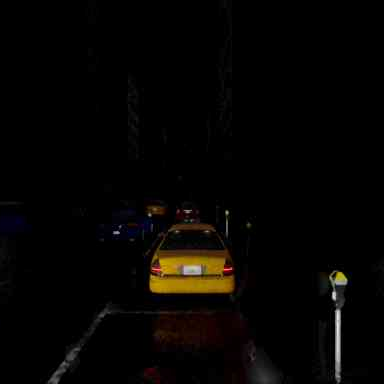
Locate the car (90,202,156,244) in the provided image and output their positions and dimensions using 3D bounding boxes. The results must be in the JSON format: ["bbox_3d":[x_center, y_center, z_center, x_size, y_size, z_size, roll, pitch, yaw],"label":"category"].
[{"bbox_3d":[-3.047,1.479,15.882,1.882,1.535,5.008,0,0,0],"label":"car"}]

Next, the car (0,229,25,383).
[{"bbox_3d":[-3.045,1.352,1.637,2.097,1.767,4.553,0,0,0],"label":"car"}]

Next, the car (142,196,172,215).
[{"bbox_3d":[-3.145,1.460,30.641,1.801,1.575,5.366,0,0,0],"label":"car"}]

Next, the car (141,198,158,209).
[{"bbox_3d":[-6.145,1.575,48.260,1.812,1.442,4.674,0,0,0],"label":"car"}]

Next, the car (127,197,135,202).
[{"bbox_3d":[-8.815,1.591,41.985,1.802,1.307,4.206,0,0,0],"label":"car"}]

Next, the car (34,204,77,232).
[{"bbox_3d":[-8.815,1.568,19.979,1.947,1.339,4.313,0,0,0],"label":"car"}]

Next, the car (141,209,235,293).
[{"bbox_3d":[0.004,1.457,8.840,1.801,1.575,5.366,0,0,0],"label":"car"}]

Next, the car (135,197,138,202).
[{"bbox_3d":[-8.816,1.452,47.486,1.967,1.590,4.097,0,0,0],"label":"car"}]

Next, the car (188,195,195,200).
[{"bbox_3d":[-0.237,1.635,95.394,2.008,1.369,4.403,0,0,0],"label":"car"}]

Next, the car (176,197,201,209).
[{"bbox_3d":[-0.290,1.443,25.481,1.967,1.590,4.097,0,0,0],"label":"car"}]

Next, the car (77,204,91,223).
[{"bbox_3d":[-8.815,1.585,25.481,1.802,1.307,4.206,0,0,0],"label":"car"}]

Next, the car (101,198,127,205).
[{"bbox_3d":[-8.815,1.573,36.483,1.947,1.339,4.313,0,0,0],"label":"car"}]

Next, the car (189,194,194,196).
[{"bbox_3d":[-0.257,1.501,84.576,1.967,1.590,4.097,0,0,0],"label":"car"}]

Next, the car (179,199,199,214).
[{"bbox_3d":[-0.290,1.557,36.484,2.008,1.369,4.403,0,0,0],"label":"car"}]

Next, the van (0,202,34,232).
[{"bbox_3d":[-8.815,1.342,14.478,1.690,1.788,3.998,0,0,0],"label":"van"}]
